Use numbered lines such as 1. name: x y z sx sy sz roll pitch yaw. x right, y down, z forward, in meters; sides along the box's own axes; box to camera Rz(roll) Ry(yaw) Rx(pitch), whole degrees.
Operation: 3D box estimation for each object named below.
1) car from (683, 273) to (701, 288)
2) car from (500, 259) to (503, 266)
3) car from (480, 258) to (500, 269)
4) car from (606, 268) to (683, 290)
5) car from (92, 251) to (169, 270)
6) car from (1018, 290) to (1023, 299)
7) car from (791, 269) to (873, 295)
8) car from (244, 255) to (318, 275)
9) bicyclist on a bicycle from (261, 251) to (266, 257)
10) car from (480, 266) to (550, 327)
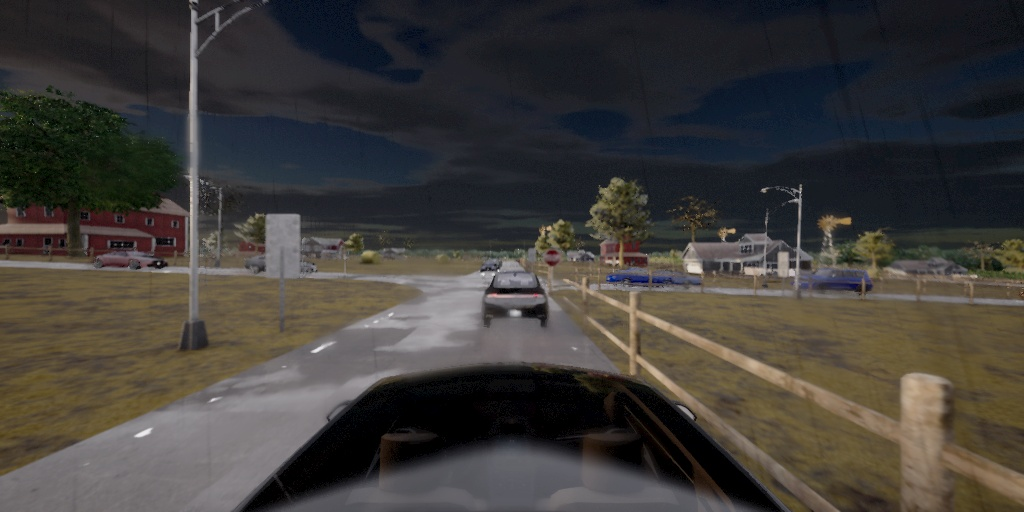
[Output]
1. car: 12.748 1.851 29.694 5.357 1.411 2.033 2 0 -2
2. car: -2.832 1.131 53.816 2.097 1.767 4.553 0 0 0
3. car: -2.842 1.335 44.547 1.994 1.385 4.181 0 0 -1
4. car: 9.656 1.658 26.866 5.008 1.535 1.882 2 -1 -4
5. car: -28.327 0.298 26.734 4.181 1.385 1.994 2 0 0
6. car: 45.298 2.987 29.708 4.553 1.767 2.097 2 0 0
7. car: 26.513 2.075 29.748 5.566 2.045 2.150 2 0 0
8. car: -17.131 0.639 26.745 4.902 1.511 2.128 2 0 0
9. bicyclist on a bicycle: -22.617 0.412 32.725 0.582 1.620 1.656 2 0 0
10. car: 0.097 1.240 11.480 2.128 1.511 4.902 0 0 0
